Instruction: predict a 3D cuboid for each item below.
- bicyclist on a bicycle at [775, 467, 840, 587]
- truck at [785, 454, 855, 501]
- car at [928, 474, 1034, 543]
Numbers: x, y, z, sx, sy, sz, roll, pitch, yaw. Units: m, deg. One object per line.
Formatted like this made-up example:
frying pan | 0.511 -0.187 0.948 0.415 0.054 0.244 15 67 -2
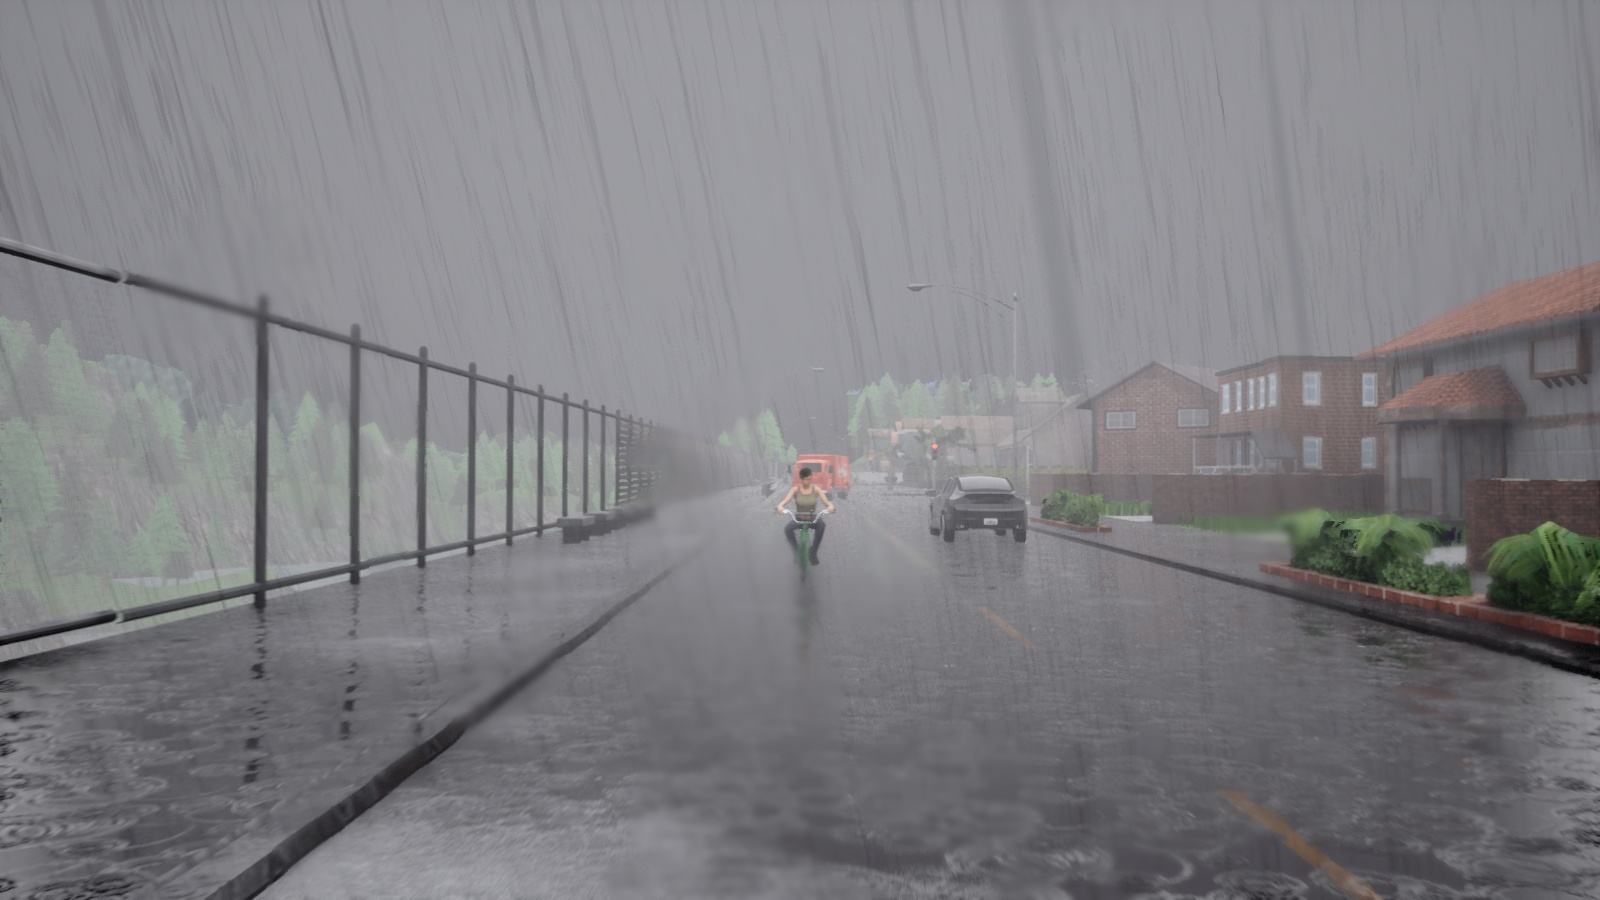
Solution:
bicyclist on a bicycle | 0.110 1.051 17.655 0.866 1.612 1.509 0 -1 1
truck | 1.155 1.494 68.915 2.627 2.467 5.204 -1 -1 15
car | 4.182 1.311 29.767 1.837 1.490 4.892 0 -1 0
